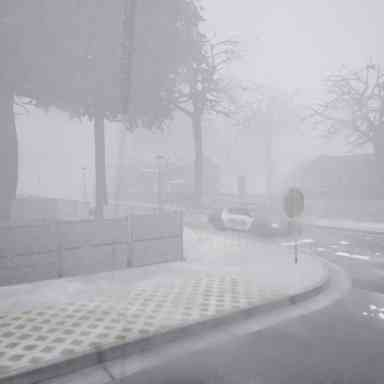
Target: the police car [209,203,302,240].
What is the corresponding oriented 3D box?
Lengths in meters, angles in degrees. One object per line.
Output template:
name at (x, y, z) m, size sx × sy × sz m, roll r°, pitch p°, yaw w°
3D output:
police car at (3.015, 1.355, 16.396) m, size 2.038 × 1.542 × 4.974 m, roll -1°, pitch 2°, yaw -35°
